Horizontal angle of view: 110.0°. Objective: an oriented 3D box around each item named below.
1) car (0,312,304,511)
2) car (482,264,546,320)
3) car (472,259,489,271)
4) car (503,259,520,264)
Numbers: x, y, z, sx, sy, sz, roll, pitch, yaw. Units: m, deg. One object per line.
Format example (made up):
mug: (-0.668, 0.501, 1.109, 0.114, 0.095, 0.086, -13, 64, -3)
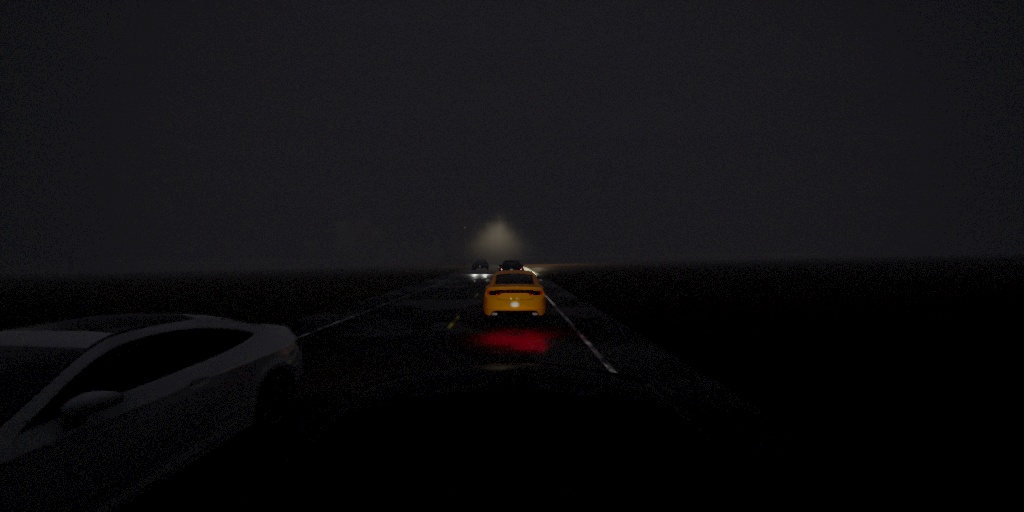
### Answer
car: (-3.604, 1.277, 2.861, 1.812, 1.442, 4.674, 0, 0, 0)
car: (0.075, 1.231, 12.678, 1.882, 1.535, 5.008, 0, 0, 0)
car: (-3.822, 1.056, 44.289, 1.994, 1.385, 4.181, 0, 0, -1)
car: (-0.056, 1.120, 30.772, 2.097, 1.767, 4.553, 0, 0, -1)
